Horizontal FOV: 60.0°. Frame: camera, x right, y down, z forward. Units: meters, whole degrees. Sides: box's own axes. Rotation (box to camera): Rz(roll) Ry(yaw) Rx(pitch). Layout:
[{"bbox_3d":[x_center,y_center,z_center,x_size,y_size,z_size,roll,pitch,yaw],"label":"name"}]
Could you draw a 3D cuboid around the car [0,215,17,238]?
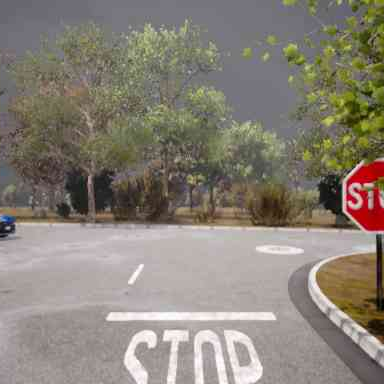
[{"bbox_3d":[-10.048,1.204,14.210,5.008,1.535,1.882,1,-1,10],"label":"car"}]
